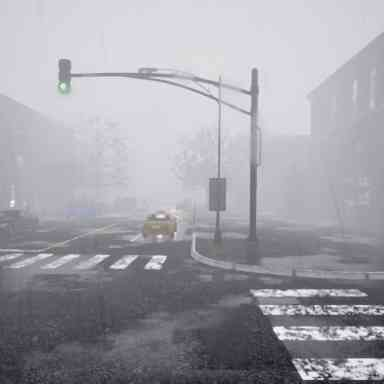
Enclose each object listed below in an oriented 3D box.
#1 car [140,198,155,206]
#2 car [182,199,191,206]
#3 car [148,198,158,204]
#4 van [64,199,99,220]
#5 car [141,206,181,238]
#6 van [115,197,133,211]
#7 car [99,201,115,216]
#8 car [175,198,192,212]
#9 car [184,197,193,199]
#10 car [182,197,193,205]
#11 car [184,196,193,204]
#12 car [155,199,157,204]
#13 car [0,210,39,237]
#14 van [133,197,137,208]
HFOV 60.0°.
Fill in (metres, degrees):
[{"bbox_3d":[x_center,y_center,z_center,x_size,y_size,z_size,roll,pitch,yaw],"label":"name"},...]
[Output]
[{"bbox_3d":[-9.468,2.084,68.579,1.947,1.339,4.313,0,0,1],"label":"car"},{"bbox_3d":[-1.087,2.165,68.469,1.887,1.381,4.507,0,0,1],"label":"car"},{"bbox_3d":[-9.322,2.196,79.671,1.802,1.307,4.206,0,0,1],"label":"car"},{"bbox_3d":[-9.975,1.523,29.762,1.690,1.788,3.998,0,0,1],"label":"van"},{"bbox_3d":[-1.740,1.715,18.729,1.752,1.417,4.829,0,0,1],"label":"car"},{"bbox_3d":[-9.757,1.667,46.399,1.690,1.788,3.998,0,0,1],"label":"van"},{"bbox_3d":[-9.903,1.775,35.306,1.887,1.381,4.507,0,0,1],"label":"car"},{"bbox_3d":[-1.378,1.979,46.286,2.008,1.369,4.403,0,0,1],"label":"car"},{"bbox_3d":[-1.161,2.139,62.923,1.947,1.339,4.313,0,0,1],"label":"car"},{"bbox_3d":[-1.014,1.984,74.017,2.192,1.841,5.009,0,0,1],"label":"car"},{"bbox_3d":[-0.869,2.079,85.108,2.192,1.841,5.009,0,0,1],"label":"car"},{"bbox_3d":[-9.394,2.111,74.125,1.887,1.381,4.507,0,0,1],"label":"car"},{"bbox_3d":[-10.121,1.667,18.669,1.802,1.307,4.206,0,0,1],"label":"car"},{"bbox_3d":[-9.684,1.715,51.944,1.690,1.788,3.998,0,0,1],"label":"van"}]
